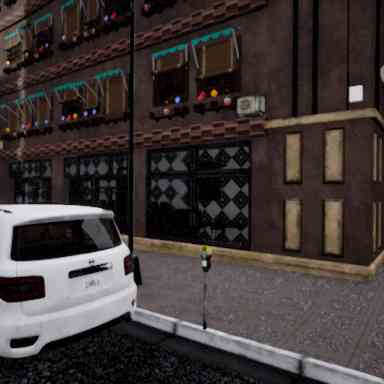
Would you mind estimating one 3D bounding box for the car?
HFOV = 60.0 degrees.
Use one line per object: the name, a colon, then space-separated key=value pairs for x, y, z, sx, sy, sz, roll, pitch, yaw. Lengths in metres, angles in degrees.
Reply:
car: x=-3.425 y=1.222 z=5.762 sx=5.566 sy=2.045 sz=2.150 roll=0 pitch=0 yaw=36
